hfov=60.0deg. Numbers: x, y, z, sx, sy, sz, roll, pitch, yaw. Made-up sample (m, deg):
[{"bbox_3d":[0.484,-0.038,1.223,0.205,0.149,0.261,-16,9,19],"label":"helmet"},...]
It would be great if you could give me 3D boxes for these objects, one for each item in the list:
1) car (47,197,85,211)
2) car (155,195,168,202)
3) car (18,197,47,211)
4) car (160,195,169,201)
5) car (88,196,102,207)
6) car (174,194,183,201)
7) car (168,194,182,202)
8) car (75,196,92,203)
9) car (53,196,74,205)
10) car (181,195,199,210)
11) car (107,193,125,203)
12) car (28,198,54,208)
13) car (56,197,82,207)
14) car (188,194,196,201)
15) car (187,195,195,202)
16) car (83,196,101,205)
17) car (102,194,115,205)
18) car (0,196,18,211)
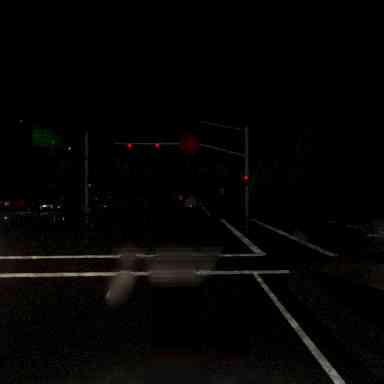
[{"bbox_3d":[-15.203,1.491,40.390,2.128,1.511,4.902,0,0,0],"label":"car"},{"bbox_3d":[-7.151,1.536,74.255,2.033,1.411,5.357,0,0,1],"label":"car"},{"bbox_3d":[-18.741,1.547,40.940,2.033,1.411,5.357,0,0,0],"label":"car"},{"bbox_3d":[-6.959,1.465,84.616,1.812,1.442,4.674,0,0,1],"label":"car"},{"bbox_3d":[-15.221,1.564,49.293,1.994,1.385,4.181,0,0,0],"label":"car"},{"bbox_3d":[-3.460,1.296,84.504,2.097,1.767,4.553,0,0,1],"label":"car"},{"bbox_3d":[-3.648,1.551,74.675,1.994,1.385,4.181,0,0,1],"label":"car"},{"bbox_3d":[-22.173,1.594,68.104,1.895,1.301,4.718,0,0,0],"label":"car"},{"bbox_3d":[-22.213,1.525,57.820,1.812,1.442,4.674,0,0,0],"label":"car"},{"bbox_3d":[-0.112,1.525,43.252,1.812,1.442,4.674,0,0,0],"label":"car"},{"bbox_3d":[-15.174,1.225,68.184,2.150,2.045,5.566,0,0,0],"label":"car"},{"bbox_3d":[-22.222,1.564,49.079,1.994,1.385,4.181,0,0,0],"label":"car"},{"bbox_3d":[-18.726,1.547,51.012,2.033,1.411,5.357,0,0,0],"label":"car"},{"bbox_3d":[0.039,1.419,84.450,1.882,1.535,5.008,0,0,1],"label":"car"},{"bbox_3d":[-0.151,1.521,74.270,1.812,1.442,4.674,0,0,1],"label":"car"},{"bbox_3d":[-18.705,1.504,62.180,1.837,1.490,4.892,0,0,0],"label":"car"},{"bbox_3d":[-15.224,1.564,57.703,1.994,1.385,4.181,0,0,0],"label":"car"},{"bbox_3d":[-22.203,1.352,40.447,2.097,1.767,4.553,0,0,0],"label":"car"}]
